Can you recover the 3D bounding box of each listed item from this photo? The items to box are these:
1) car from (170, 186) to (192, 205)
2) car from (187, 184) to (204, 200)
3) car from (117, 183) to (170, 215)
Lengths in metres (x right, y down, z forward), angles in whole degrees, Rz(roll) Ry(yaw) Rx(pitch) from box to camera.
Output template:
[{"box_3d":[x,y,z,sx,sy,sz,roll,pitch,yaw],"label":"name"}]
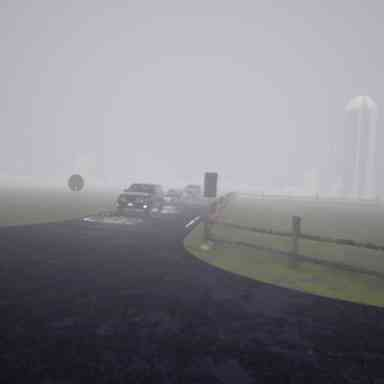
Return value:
[{"box_3d":[-1.757,0.447,33.967,2.128,1.511,4.902,4,2,10],"label":"car"},{"box_3d":[0.226,-0.021,44.475,2.150,2.045,5.566,4,2,11],"label":"car"},{"box_3d":[-3.454,0.382,23.724,2.150,2.045,5.566,4,2,9],"label":"car"}]
